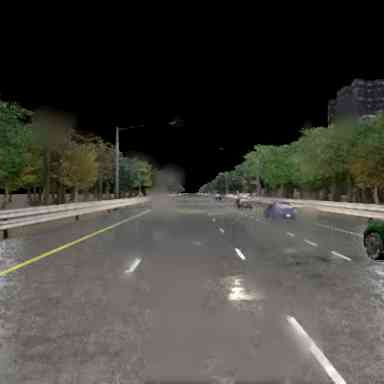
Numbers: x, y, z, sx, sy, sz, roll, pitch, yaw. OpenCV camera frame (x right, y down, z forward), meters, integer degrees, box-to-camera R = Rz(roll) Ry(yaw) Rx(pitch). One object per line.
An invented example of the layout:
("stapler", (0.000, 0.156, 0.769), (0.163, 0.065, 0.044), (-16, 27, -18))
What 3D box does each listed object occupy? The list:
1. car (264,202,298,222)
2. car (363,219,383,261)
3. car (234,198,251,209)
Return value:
("car", (7.006, 1.549, 26.480), (1.812, 1.442, 4.674), (0, 0, 0))
("car", (6.998, 1.224, 9.157), (2.150, 2.045, 5.566), (0, 0, 0))
("car", (7.053, 1.572, 46.316), (1.812, 1.442, 4.674), (0, 0, 0))
